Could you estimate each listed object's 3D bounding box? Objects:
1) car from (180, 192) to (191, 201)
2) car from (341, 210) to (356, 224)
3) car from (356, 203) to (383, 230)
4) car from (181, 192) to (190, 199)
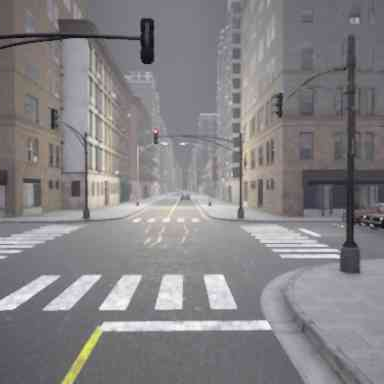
[{"bbox_3d":[-1.244,0.969,62.056,1.812,1.442,4.674,0,0,-1],"label":"car"},{"bbox_3d":[11.377,1.337,20.013,4.507,1.381,1.887,0,1,-1],"label":"car"},{"bbox_3d":[11.545,1.429,17.478,4.718,1.301,1.895,0,1,-4],"label":"car"},{"bbox_3d":[-1.446,0.714,72.056,1.812,1.442,4.674,0,0,-1],"label":"car"}]
